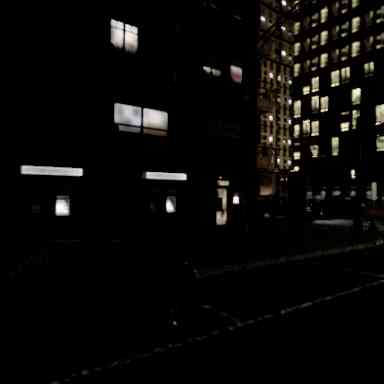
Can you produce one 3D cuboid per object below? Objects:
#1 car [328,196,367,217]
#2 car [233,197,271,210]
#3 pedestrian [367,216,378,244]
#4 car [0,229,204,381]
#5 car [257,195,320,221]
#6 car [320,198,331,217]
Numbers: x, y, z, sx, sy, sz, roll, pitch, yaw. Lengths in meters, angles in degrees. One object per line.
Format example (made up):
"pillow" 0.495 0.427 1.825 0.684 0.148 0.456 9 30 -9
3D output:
"car" 13.685 1.273 31.149 2.192 1.841 5.009 2 0 -36
"car" 7.135 1.316 40.109 1.947 1.339 4.313 2 0 -36
"pedestrian" 7.783 1.260 14.322 0.375 1.860 0.375 1 0 -36
"car" -1.873 1.452 5.224 4.097 1.590 1.967 1 0 -36
"car" 6.954 1.183 26.158 2.192 1.841 5.009 2 0 -36
"car" 8.760 1.392 28.042 1.837 1.490 4.892 1 1 -36
